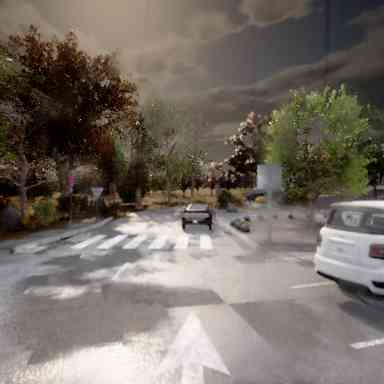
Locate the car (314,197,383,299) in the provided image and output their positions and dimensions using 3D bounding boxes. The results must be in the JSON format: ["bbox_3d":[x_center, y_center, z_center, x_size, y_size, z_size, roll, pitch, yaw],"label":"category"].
[{"bbox_3d":[5.392,1.230,7.358,5.566,2.045,2.435,1,0,-20],"label":"car"}]

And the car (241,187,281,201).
[{"bbox_3d":[9.663,0.145,46.489,5.566,2.045,2.150,-4,1,-12],"label":"car"}]

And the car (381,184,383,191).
[{"bbox_3d":[29.394,-1.037,47.566,4.674,1.442,1.812,-4,0,-1],"label":"car"}]

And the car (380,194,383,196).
[{"bbox_3d":[23.990,1.228,40.487,2.435,2.045,5.566,0,-1,-21],"label":"car"}]

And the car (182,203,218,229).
[{"bbox_3d":[0.568,1.483,21.548,2.128,1.511,4.902,0,0,9],"label":"car"}]
